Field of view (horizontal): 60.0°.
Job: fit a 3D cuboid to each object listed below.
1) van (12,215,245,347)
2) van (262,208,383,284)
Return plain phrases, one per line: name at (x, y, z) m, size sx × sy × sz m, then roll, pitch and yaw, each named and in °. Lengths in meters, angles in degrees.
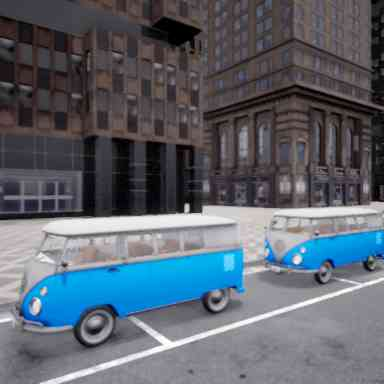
van at (-0.869, 1.345, 6.029) m, size 3.998 × 1.788 × 1.690 m, roll 0°, pitch 0°, yaw -35°
van at (3.753, 1.354, 9.325) m, size 3.998 × 1.788 × 1.690 m, roll 0°, pitch 0°, yaw -35°
